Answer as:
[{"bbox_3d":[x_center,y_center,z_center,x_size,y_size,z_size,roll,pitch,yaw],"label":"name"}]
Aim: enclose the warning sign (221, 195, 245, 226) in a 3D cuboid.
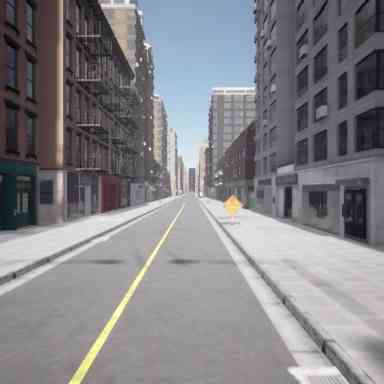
[{"bbox_3d":[2.523,1.113,20.574,1.300,1.860,1.060,0,0,0],"label":"warning sign"}]
